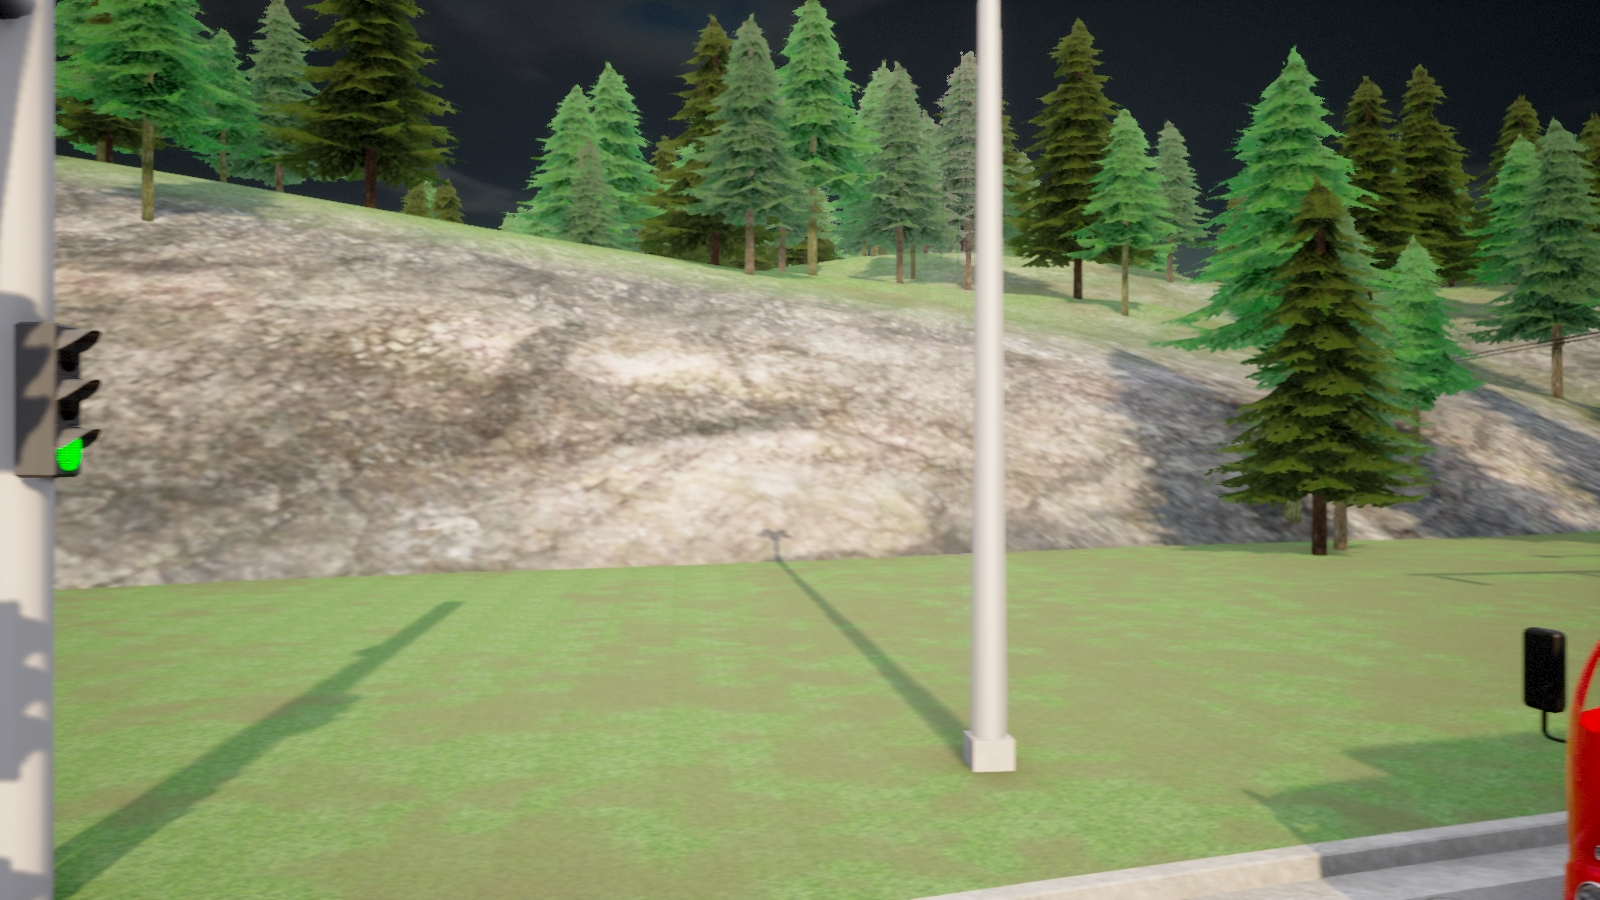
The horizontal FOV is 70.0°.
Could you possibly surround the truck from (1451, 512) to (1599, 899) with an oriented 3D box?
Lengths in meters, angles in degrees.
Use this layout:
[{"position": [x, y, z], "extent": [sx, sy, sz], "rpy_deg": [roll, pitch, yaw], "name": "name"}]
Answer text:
[{"position": [6.259, 1.574, 5.449], "extent": [5.204, 2.467, 2.627], "rpy_deg": [0, 0, -17], "name": "truck"}]
